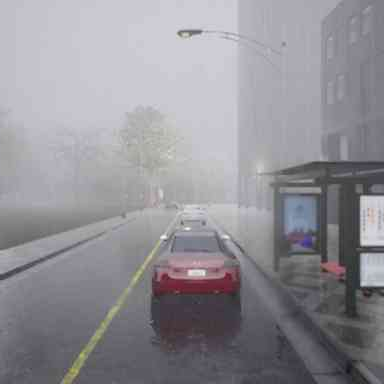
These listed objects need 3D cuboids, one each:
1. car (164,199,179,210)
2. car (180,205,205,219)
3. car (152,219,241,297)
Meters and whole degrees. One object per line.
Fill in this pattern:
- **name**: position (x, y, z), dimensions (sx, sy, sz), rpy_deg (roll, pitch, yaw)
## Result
- **car**: position (-3.099, 1.919, 50.934), dimensions (1.837, 1.490, 4.892), rpy_deg (0, -1, 0)
- **car**: position (0.060, 1.746, 26.350), dimensions (1.812, 1.442, 4.674), rpy_deg (0, 0, 0)
- **car**: position (0.088, 1.637, 8.803), dimensions (1.994, 1.385, 4.181), rpy_deg (0, 0, 0)
